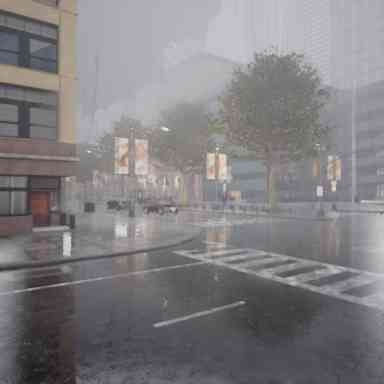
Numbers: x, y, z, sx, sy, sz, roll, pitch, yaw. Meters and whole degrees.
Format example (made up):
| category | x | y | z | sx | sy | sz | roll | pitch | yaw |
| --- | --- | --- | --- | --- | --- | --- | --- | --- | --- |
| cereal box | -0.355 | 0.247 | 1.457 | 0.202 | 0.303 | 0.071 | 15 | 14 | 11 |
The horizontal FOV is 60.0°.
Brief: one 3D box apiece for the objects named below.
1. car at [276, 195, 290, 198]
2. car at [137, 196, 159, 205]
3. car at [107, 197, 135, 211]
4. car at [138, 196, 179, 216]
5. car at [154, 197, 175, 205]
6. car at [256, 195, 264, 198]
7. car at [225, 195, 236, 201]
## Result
| category | x | y | z | sx | sy | sz | roll | pitch | yaw |
| --- | --- | --- | --- | --- | --- | --- | --- | --- | --- |
| car | 18.462 | 1.346 | 69.285 | 2.002 | 1.452 | 4.674 | 0 | 0 | -36 |
| car | -8.015 | 1.492 | 59.937 | 1.882 | 1.535 | 5.008 | 0 | 0 | -36 |
| car | -8.906 | 1.360 | 41.359 | 2.097 | 1.767 | 4.553 | 0 | 0 | -35 |
| car | -3.175 | 1.500 | 33.356 | 2.128 | 1.511 | 4.902 | 0 | 0 | -36 |
| car | -5.174 | 1.579 | 61.981 | 1.994 | 1.385 | 4.181 | 0 | 0 | -36 |
| car | 17.637 | 1.493 | 83.218 | 1.895 | 1.301 | 4.718 | 0 | 0 | -36 |
| car | 7.986 | 1.437 | 76.768 | 2.161 | 1.482 | 4.786 | 0 | 0 | -36 |
